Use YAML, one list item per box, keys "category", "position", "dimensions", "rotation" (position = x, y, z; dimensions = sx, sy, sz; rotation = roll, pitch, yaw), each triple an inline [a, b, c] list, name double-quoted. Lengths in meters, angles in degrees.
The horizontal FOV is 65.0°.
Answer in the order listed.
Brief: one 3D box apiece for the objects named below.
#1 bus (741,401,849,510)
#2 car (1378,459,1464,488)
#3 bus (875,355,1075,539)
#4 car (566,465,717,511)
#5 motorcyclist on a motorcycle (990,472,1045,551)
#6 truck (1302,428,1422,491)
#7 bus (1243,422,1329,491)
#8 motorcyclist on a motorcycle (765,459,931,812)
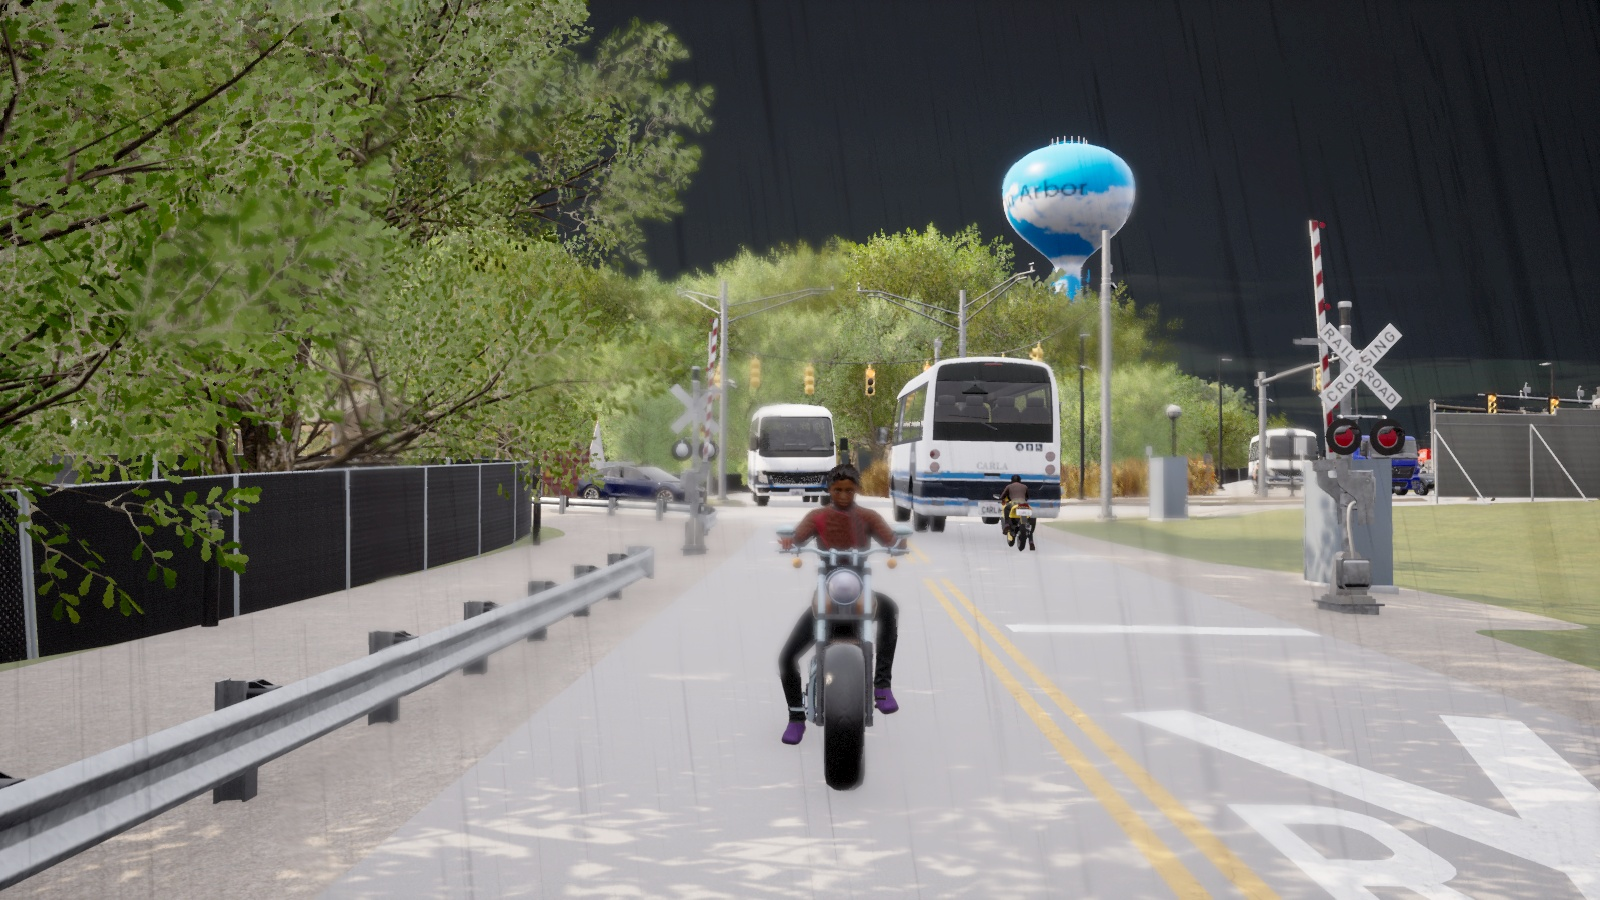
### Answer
- category: "bus"
  position: [-0.417, 0.233, 54.427]
  dimensions: [3.944, 4.253, 10.273]
  rotation: [-1, 0, -4]
- category: "car"
  position: [36.105, 1.366, 73.141]
  dimensions: [2.152, 1.651, 5.027]
  rotation: [0, -1, -5]
- category: "bus"
  position: [4.387, -0.010, 34.388]
  dimensions: [3.944, 4.253, 10.273]
  rotation: [1, -1, 0]
- category: "car"
  position: [-5.463, 1.299, 43.211]
  dimensions: [4.792, 1.488, 2.163]
  rotation: [0, -1, 28]
- category: "motorcyclist on a motorcycle"
  position: [4.383, 1.217, 25.429]
  dimensions: [0.797, 1.523, 2.044]
  rotation: [0, -1, 1]
- category: "truck"
  position: [32.455, 0.592, 72.943]
  dimensions: [2.891, 3.462, 7.936]
  rotation: [0, -1, -5]
- category: "bus"
  position: [33.066, 0.567, 85.930]
  dimensions: [3.944, 4.253, 10.273]
  rotation: [0, -3, 12]
- category: "motorcyclist on a motorcycle"
  position: [0.256, 0.884, 7.056]
  dimensions: [0.766, 1.649, 2.350]
  rotation: [0, -1, 2]
